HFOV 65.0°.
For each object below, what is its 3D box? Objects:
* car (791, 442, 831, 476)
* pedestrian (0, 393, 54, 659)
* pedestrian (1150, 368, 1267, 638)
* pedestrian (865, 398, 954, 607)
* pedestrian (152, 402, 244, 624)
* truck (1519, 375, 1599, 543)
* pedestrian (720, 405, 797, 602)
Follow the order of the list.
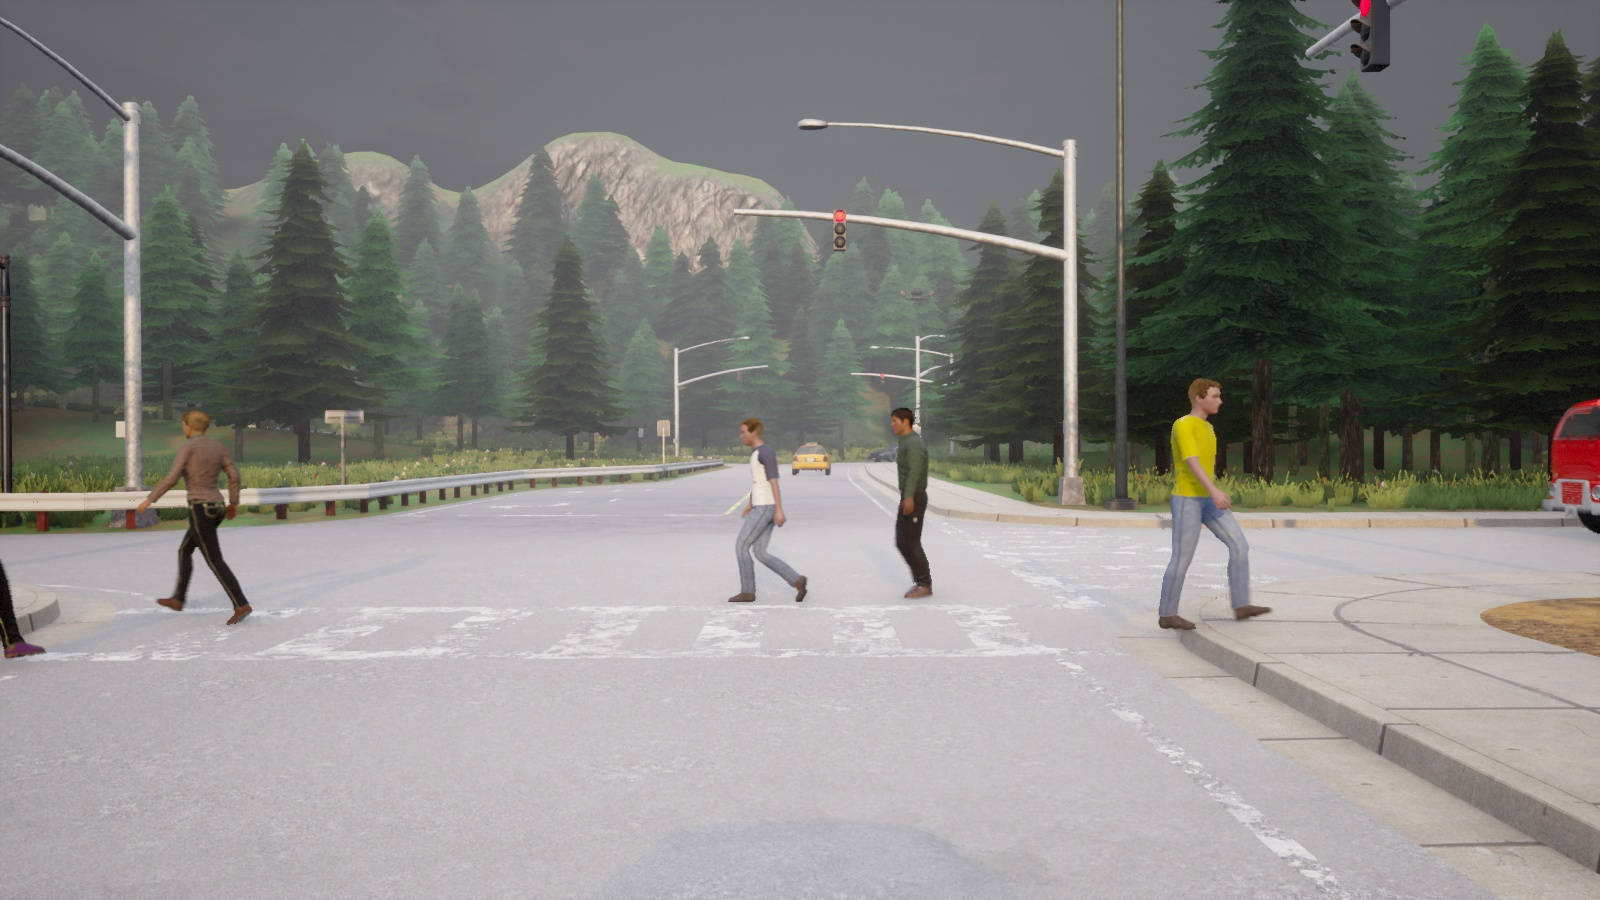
[{"bbox_3d":[0.570,0.395,60.659,1.801,1.575,5.366,0,0,2],"label":"car"},{"bbox_3d":[-5.688,0.516,8.662,0.869,1.805,0.328,0,0,-3],"label":"pedestrian"},{"bbox_3d":[2.904,0.360,8.940,0.354,1.836,0.706,0,0,-42],"label":"pedestrian"},{"bbox_3d":[1.036,0.492,11.978,0.788,1.949,0.423,0,0,-3],"label":"pedestrian"},{"bbox_3d":[-5.113,0.520,10.674,0.634,1.846,0.331,0,0,15],"label":"pedestrian"},{"bbox_3d":[14.358,0.160,19.183,5.204,2.467,2.627,1,0,1],"label":"truck"},{"bbox_3d":[-0.390,0.497,11.873,0.706,1.836,0.354,0,0,0],"label":"pedestrian"}]
